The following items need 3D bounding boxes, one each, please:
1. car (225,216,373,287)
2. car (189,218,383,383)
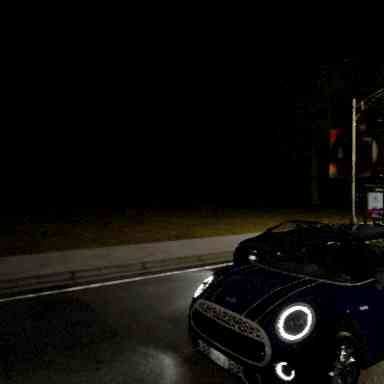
[{"bbox_3d":[3.232,1.547,9.809,4.181,1.385,1.994,0,0,-34],"label":"car"},{"bbox_3d":[2.169,1.344,5.147,4.553,1.767,2.097,0,0,-34],"label":"car"}]
